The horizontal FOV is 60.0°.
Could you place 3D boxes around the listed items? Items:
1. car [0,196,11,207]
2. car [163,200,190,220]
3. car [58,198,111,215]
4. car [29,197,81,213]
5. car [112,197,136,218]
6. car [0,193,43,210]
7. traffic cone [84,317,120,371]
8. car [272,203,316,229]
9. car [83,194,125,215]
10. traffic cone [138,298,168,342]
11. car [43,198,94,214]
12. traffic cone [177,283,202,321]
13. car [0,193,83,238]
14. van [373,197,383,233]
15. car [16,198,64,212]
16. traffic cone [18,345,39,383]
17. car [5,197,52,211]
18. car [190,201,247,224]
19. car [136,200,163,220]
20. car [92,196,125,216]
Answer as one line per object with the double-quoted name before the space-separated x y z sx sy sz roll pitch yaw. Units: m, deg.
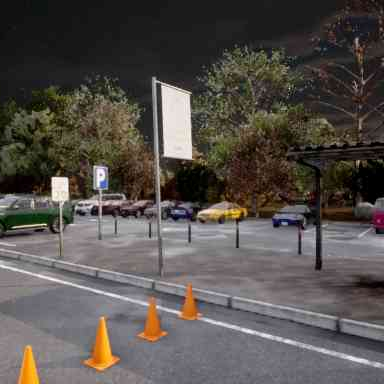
"car" -29.225 1.332 47.823 1.946 1.575 5.366 1 0 35
"car" 0.210 1.504 26.941 2.163 1.488 4.792 0 0 35
"car" -11.163 1.461 34.892 2.231 1.521 4.892 0 0 35
"car" -15.598 1.444 38.243 1.946 1.575 5.366 0 0 35
"car" -4.345 1.469 30.113 2.097 1.535 5.008 0 0 35
"car" -22.534 1.153 42.858 2.435 2.045 5.566 0 0 35
"traffic cone" -1.192 1.957 4.404 0.340 0.580 0.340 0 0 35
"car" 6.989 1.513 22.104 2.163 1.488 4.792 0 0 35
"car" -8.906 1.212 33.278 2.435 2.045 5.566 0 0 35
"traffic cone" -0.617 1.957 5.220 0.340 0.580 0.340 0 0 35
"car" -13.435 1.455 36.490 2.097 1.535 5.008 0 0 35
"traffic cone" -0.042 1.957 6.036 0.340 0.580 0.340 0 0 36
"car" -8.903 1.221 17.289 2.435 2.045 5.566 0 0 35
"van" 11.614 1.264 19.032 1.878 1.987 4.442 0 0 35
"car" -17.989 1.469 39.662 2.163 1.488 4.792 0 0 35
"traffic cone" -1.767 1.957 3.587 0.340 0.580 0.340 0 0 35
"car" -20.233 1.452 41.310 2.163 1.488 4.792 0 0 35
"car" 2.357 1.475 25.169 1.946 1.575 5.366 0 0 35
"car" -2.073 1.473 28.518 2.231 1.521 4.892 0 0 35
"car" -6.616 1.466 31.710 2.097 1.535 5.008 0 0 35
